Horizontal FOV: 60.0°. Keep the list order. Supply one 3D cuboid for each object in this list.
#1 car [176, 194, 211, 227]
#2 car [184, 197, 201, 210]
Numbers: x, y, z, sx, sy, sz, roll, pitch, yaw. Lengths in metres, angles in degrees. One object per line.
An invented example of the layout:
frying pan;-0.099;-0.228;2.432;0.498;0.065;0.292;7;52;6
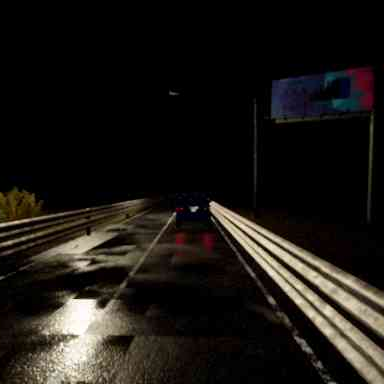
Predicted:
car;0.093;1.125;22.112;2.150;2.045;5.566;0;1;0
car;0.083;1.362;41.980;2.033;1.411;5.357;0;0;0
